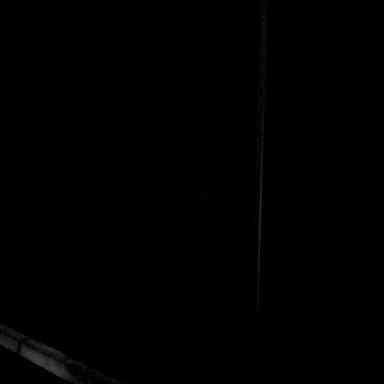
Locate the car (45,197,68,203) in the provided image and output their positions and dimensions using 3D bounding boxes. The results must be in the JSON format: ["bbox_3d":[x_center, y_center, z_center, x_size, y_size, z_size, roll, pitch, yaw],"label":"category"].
[{"bbox_3d":[-35.898,2.126,88.191,5.008,1.535,2.097,2,-3,4],"label":"car"}]

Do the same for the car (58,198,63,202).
[{"bbox_3d":[-36.106,1.969,85.448,4.892,1.521,2.231,2,-3,4],"label":"car"}]
